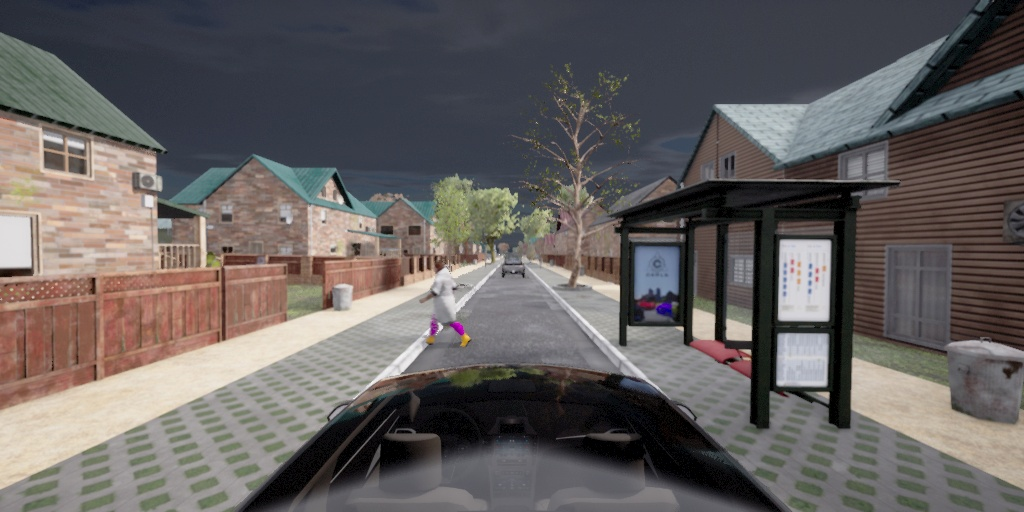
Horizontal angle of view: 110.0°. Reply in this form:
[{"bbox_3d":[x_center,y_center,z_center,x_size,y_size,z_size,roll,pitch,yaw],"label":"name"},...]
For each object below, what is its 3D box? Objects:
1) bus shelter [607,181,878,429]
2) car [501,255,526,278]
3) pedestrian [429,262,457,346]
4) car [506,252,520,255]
[{"bbox_3d":[3.011,0.577,5.860,1.920,2.740,3.880,0,0,0],"label":"bus shelter"},{"bbox_3d":[0.108,0.936,29.584,2.128,1.511,4.902,0,1,0],"label":"car"},{"bbox_3d":[-1.460,0.977,7.604,0.375,1.860,0.375,-1,1,0],"label":"pedestrian"},{"bbox_3d":[0.124,0.509,45.640,2.150,2.045,5.566,0,1,0],"label":"car"}]
